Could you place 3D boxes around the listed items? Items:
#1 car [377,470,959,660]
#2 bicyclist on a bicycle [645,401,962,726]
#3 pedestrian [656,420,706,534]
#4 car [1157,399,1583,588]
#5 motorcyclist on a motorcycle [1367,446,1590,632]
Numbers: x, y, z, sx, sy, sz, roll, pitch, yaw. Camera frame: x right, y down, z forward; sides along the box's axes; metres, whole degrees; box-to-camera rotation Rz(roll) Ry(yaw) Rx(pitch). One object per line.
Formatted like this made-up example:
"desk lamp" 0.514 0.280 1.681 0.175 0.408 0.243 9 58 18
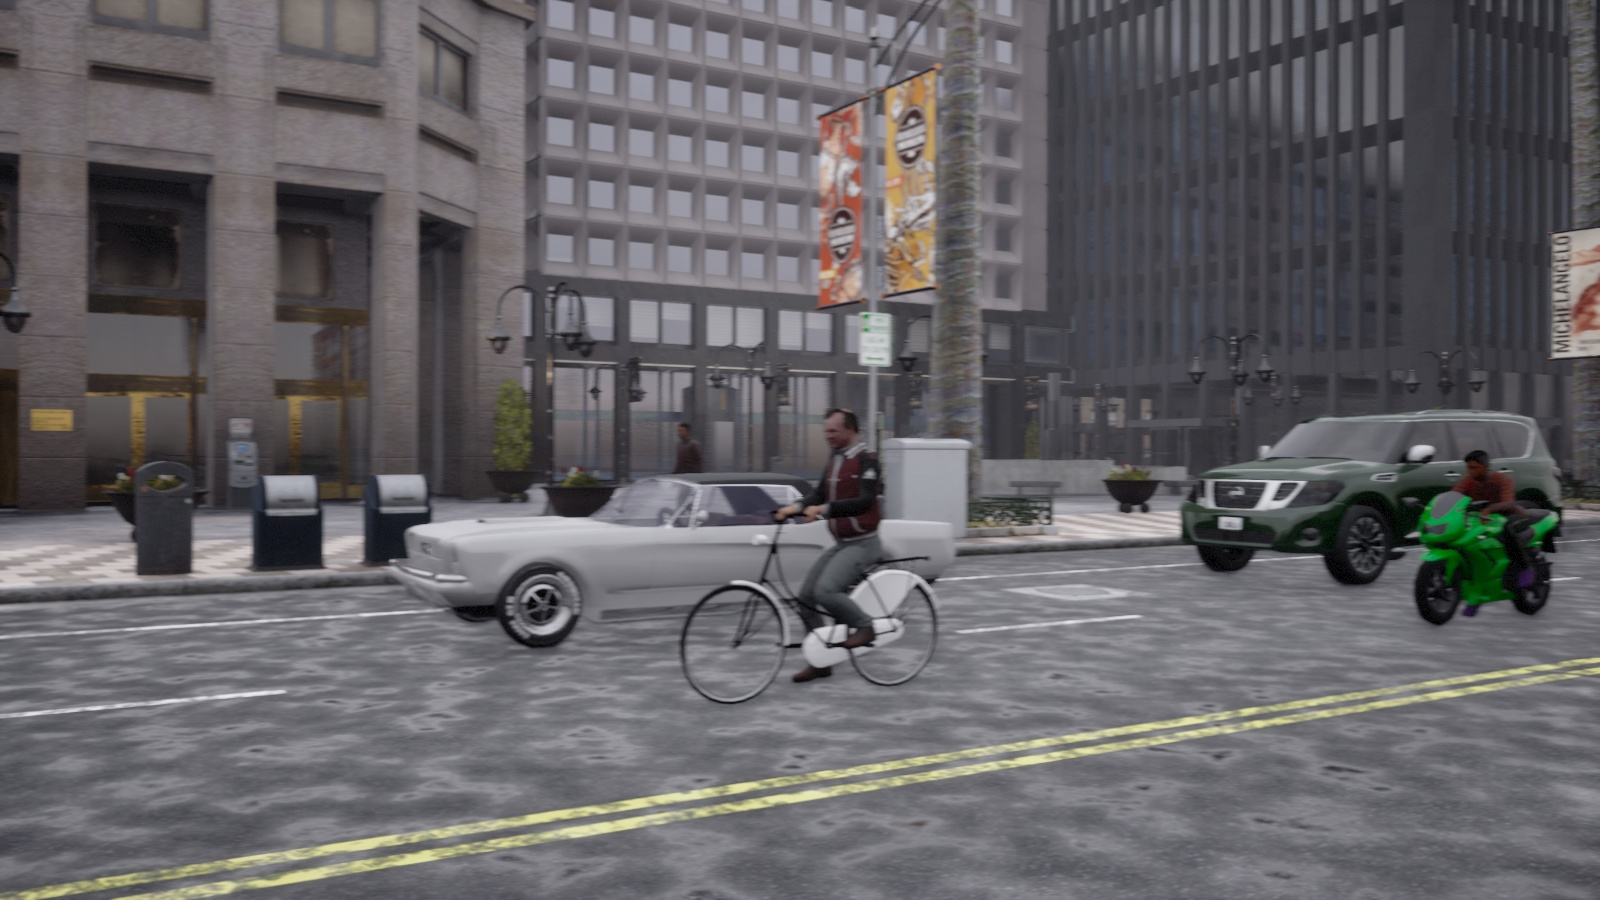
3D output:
"car" -1.074 0.861 11.015 4.718 1.301 1.895 0 0 -30
"bicyclist on a bicycle" 0.045 0.625 7.631 1.843 1.776 0.659 0 0 -31
"pedestrian" -1.949 0.432 20.601 0.703 1.840 0.431 0 0 -37
"car" 7.335 0.475 15.980 5.566 2.045 2.150 0 0 -31
"motorcyclist on a motorcycle" 6.046 0.733 11.156 2.044 1.523 0.797 0 0 -30
